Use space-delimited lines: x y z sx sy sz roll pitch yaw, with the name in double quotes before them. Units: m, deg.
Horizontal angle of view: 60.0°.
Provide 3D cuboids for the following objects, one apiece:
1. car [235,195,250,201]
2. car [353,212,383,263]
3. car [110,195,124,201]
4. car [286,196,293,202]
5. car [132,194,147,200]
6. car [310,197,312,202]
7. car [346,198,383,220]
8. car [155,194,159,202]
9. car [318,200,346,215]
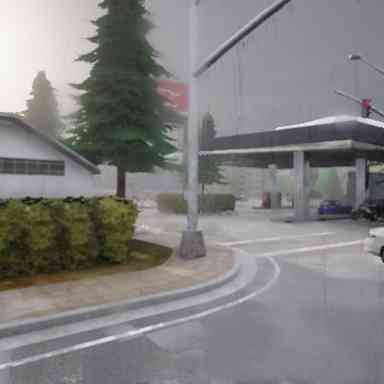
"car" 12.449 1.660 84.176 1.845 1.501 3.633 0 0 -36
"car" 7.194 1.478 8.965 1.812 1.442 4.674 1 0 -36
"car" -18.834 1.423 83.397 1.970 1.475 3.806 0 0 -36
"car" 26.541 1.740 84.962 2.152 1.636 5.027 0 0 -36
"car" -13.841 1.381 87.442 2.152 1.636 5.027 0 0 -36
"car" 29.044 1.767 86.853 2.007 1.523 4.514 0 0 -36
"car" 15.295 1.480 28.341 3.866 1.878 1.905 0 0 -36
"car" -6.127 1.308 71.550 1.932 1.855 4.605 0 0 -36
"car" 15.460 1.671 35.471 4.611 1.667 2.242 0 0 -36
